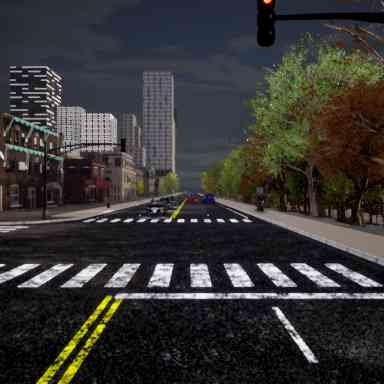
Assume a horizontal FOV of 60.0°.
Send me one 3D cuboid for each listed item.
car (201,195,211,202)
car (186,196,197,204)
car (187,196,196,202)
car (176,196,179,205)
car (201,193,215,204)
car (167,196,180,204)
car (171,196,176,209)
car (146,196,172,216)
[{"bbox_3d":[3.072,1.447,74.393,1.882,1.535,5.008,0,0,0],"label":"car"},{"bbox_3d":[-0.043,1.539,64.199,1.994,1.385,4.181,0,0,-1],"label":"car"},{"bbox_3d":[-0.172,1.523,74.151,1.994,1.385,4.181,0,0,0],"label":"car"},{"bbox_3d":[-3.457,1.485,53.157,1.837,1.490,4.892,0,0,0],"label":"car"},{"bbox_3d":[3.200,1.197,63.818,2.150,2.045,5.566,0,0,0],"label":"car"},{"bbox_3d":[-3.443,1.467,63.548,2.128,1.511,4.902,0,0,1],"label":"car"},{"bbox_3d":[-3.440,1.490,43.017,1.837,1.490,4.892,0,0,0],"label":"car"},{"bbox_3d":[-3.422,1.481,32.968,2.128,1.511,4.902,0,0,0],"label":"car"}]
